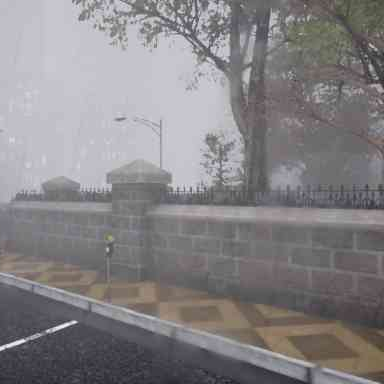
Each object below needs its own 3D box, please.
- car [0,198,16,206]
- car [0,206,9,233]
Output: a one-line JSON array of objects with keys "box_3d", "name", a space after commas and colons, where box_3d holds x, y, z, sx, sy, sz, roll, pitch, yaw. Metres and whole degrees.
[{"box_3d": [-10.472, 1.405, 24.239, 2.150, 2.045, 5.566, 0, -1, 35], "name": "car"}, {"box_3d": [-10.566, 1.665, 18.364, 2.033, 1.411, 5.357, 0, -1, 34], "name": "car"}]
